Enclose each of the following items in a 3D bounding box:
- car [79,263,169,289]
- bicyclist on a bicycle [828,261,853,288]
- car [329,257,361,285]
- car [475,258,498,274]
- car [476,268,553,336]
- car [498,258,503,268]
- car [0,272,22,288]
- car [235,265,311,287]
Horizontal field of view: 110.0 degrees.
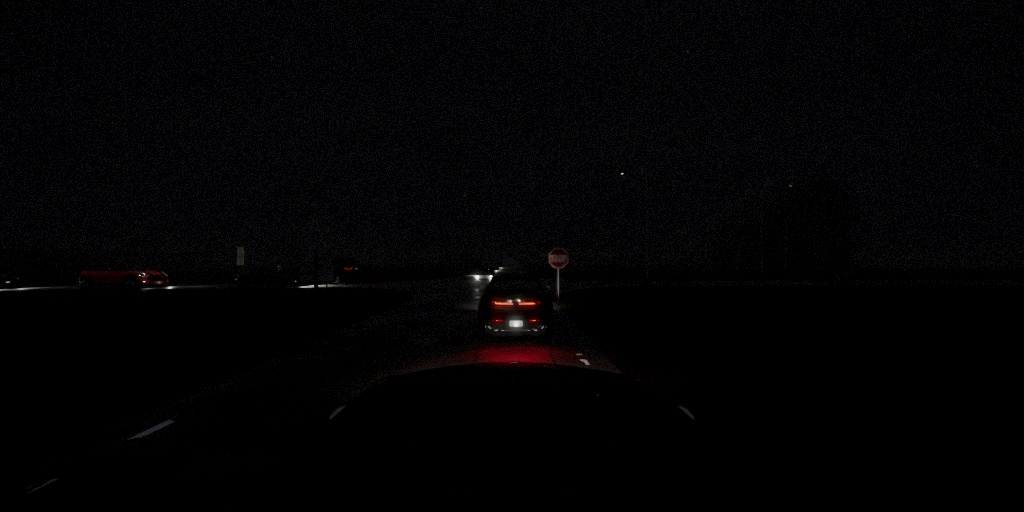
[{"bbox_3d":[-26.367,1.259,24.493,4.553,1.767,2.097,-1,-1,0],"label":"car"},{"bbox_3d":[19.925,1.101,21.760,0.582,1.620,1.656,0,0,0],"label":"bicyclist on a bicycle"},{"bbox_3d":[-14.434,1.082,27.185,5.566,2.045,2.150,-1,-1,2],"label":"car"},{"bbox_3d":[-2.939,1.278,40.194,1.837,1.490,4.892,0,1,1],"label":"car"},{"bbox_3d":[0.090,1.258,10.388,1.837,1.490,4.892,0,0,0],"label":"car"},{"bbox_3d":[-2.893,1.339,53.445,2.033,1.411,5.357,0,0,0],"label":"car"},{"bbox_3d":[-36.643,1.526,24.428,4.674,1.442,1.812,-1,-1,0],"label":"car"},{"bbox_3d":[-16.364,1.392,24.547,4.181,1.385,1.994,0,-1,-1],"label":"car"}]
